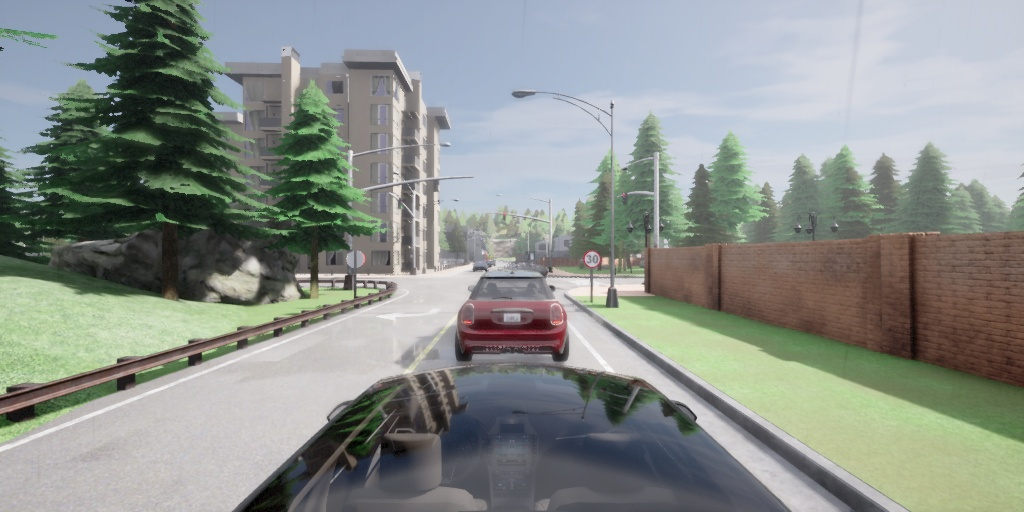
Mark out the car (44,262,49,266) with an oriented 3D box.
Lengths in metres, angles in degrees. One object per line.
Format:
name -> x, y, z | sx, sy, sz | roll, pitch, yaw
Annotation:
car -> -30.940, 0.986, 24.714 | 5.566, 2.045, 2.150 | 0, 0, -1

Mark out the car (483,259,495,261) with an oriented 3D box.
car -> 0.392, 1.234, 27.427 | 4.902, 1.511, 2.128 | 0, 0, -24

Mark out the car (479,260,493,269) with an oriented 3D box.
car -> -4.085, 1.351, 56.633 | 1.895, 1.301, 4.718 | 0, 0, 0

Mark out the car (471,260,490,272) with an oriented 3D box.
car -> -4.000, 1.297, 46.712 | 2.033, 1.411, 5.357 | 0, 0, 0

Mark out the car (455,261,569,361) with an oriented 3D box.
car -> 0.001, 1.102, 8.417 | 2.097, 1.767, 4.553 | 0, 0, 0
